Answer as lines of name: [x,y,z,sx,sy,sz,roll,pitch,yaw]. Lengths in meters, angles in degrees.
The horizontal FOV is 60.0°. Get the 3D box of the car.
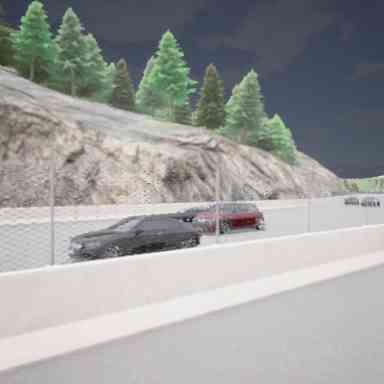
car: [-1.785,1.553,11.522,4.674,1.442,1.812,0,0,-38]
